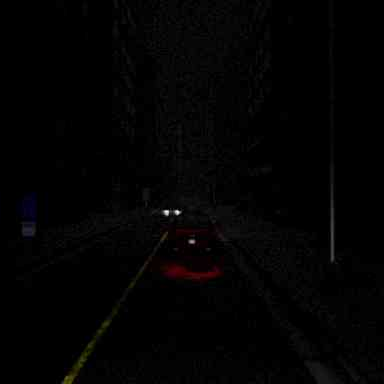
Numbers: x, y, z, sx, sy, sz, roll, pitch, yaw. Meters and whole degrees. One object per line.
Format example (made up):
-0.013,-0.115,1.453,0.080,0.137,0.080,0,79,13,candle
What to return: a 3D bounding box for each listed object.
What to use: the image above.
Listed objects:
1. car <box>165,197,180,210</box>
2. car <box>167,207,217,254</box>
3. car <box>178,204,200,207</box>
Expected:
-3.033,1.779,52.520,2.150,2.045,5.566,0,-1,0,car
0.023,1.624,14.267,1.882,1.535,5.008,0,0,1,car
0.013,1.824,28.904,1.812,1.442,4.674,0,0,1,car
